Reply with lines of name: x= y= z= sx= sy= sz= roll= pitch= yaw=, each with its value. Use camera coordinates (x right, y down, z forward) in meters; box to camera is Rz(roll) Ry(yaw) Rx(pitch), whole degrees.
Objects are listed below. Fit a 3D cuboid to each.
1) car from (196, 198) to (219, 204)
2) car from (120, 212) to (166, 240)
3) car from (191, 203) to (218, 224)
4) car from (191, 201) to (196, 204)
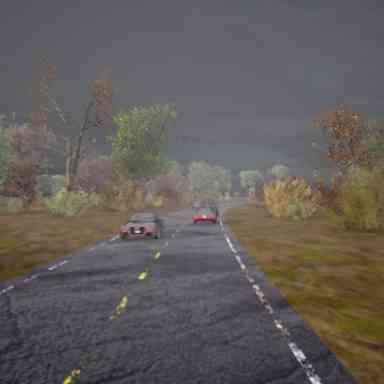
car: x=2.015 y=1.770 z=39.644 sx=2.150 sy=2.045 sz=5.566 roll=0 pitch=0 yaw=5
car: x=-2.640 y=1.812 z=18.574 sx=1.994 sy=1.385 sz=4.181 roll=0 pitch=-1 yaw=3
car: x=1.147 y=1.960 z=28.905 sx=1.994 sy=1.385 sz=4.181 roll=0 pitch=-1 yaw=4
car: x=1.068 y=2.301 z=58.669 sx=2.128 sy=1.511 sz=4.902 roll=0 pitch=-1 yaw=9
